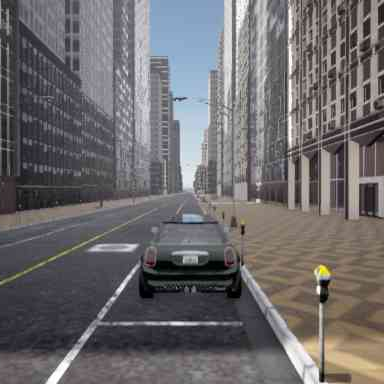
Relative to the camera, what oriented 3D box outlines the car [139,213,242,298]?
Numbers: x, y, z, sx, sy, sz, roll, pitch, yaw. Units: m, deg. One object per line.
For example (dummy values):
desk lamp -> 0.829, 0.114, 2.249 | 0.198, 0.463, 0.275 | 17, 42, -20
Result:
car -> -0.033, 1.341, 8.621 | 2.097, 1.767, 4.553 | 0, 0, 0
